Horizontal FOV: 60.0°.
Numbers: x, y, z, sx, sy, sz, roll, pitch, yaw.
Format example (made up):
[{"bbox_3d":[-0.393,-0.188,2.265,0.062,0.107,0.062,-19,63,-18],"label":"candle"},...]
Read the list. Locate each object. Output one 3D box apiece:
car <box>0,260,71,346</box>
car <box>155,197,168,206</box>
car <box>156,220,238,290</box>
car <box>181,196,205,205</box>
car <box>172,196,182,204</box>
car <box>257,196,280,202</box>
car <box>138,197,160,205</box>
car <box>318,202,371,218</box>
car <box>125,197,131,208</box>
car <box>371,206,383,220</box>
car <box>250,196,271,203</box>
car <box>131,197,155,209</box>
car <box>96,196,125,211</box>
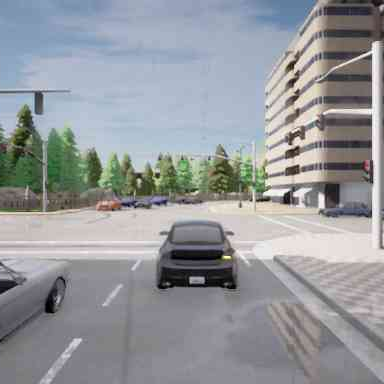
[{"bbox_3d":[-3.416,1.609,4.697,1.895,1.301,4.718,0,0,1],"label":"car"},{"bbox_3d":[-5.607,1.575,55.769,1.882,1.535,5.008,0,0,14],"label":"car"},{"bbox_3d":[0.133,1.523,9.134,1.837,1.490,4.892,0,0,1],"label":"car"},{"bbox_3d":[0.600,1.657,62.889,2.033,1.411,5.357,0,0,27],"label":"car"},{"bbox_3d":[-2.170,1.591,65.251,1.882,1.535,5.008,0,0,28],"label":"car"},{"bbox_3d":[18.471,1.680,80.380,5.357,1.411,2.033,0,0,-22],"label":"car"},{"bbox_3d":[-7.796,1.611,60.670,1.837,1.490,4.892,0,0,19],"label":"car"},{"bbox_3d":[14.620,1.657,30.862,5.357,1.411,2.033,0,0,0],"label":"car"},{"bbox_3d":[-9.843,1.566,50.952,1.882,1.535,5.008,0,0,7],"label":"car"},{"bbox_3d":[17.714,1.629,27.350,4.674,1.442,1.812,0,0,0],"label":"car"},{"bbox_3d":[15.230,1.726,74.638,4.718,1.301,1.895,0,0,-33],"label":"car"},{"bbox_3d":[-6.720,1.644,45.963,1.994,1.385,4.181,0,0,0],"label":"car"},{"bbox_3d":[-10.378,1.425,41.741,2.097,1.767,4.553,0,0,2],"label":"car"}]
